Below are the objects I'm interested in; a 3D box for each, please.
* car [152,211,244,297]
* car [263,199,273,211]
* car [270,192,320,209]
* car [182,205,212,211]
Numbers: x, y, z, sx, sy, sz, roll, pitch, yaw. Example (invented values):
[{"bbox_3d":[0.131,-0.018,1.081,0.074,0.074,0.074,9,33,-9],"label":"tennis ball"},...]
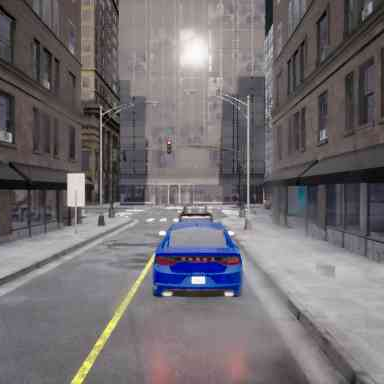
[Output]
[{"bbox_3d":[0.125,1.473,8.611,1.882,1.535,5.008,0,0,0],"label":"car"},{"bbox_3d":[10.555,1.222,38.423,4.553,1.767,2.097,0,0,0],"label":"car"},{"bbox_3d":[12.780,1.057,41.670,5.566,2.045,2.150,0,0,0],"label":"car"},{"bbox_3d":[0.181,1.480,19.057,2.128,1.511,4.902,0,0,-1],"label":"car"}]
